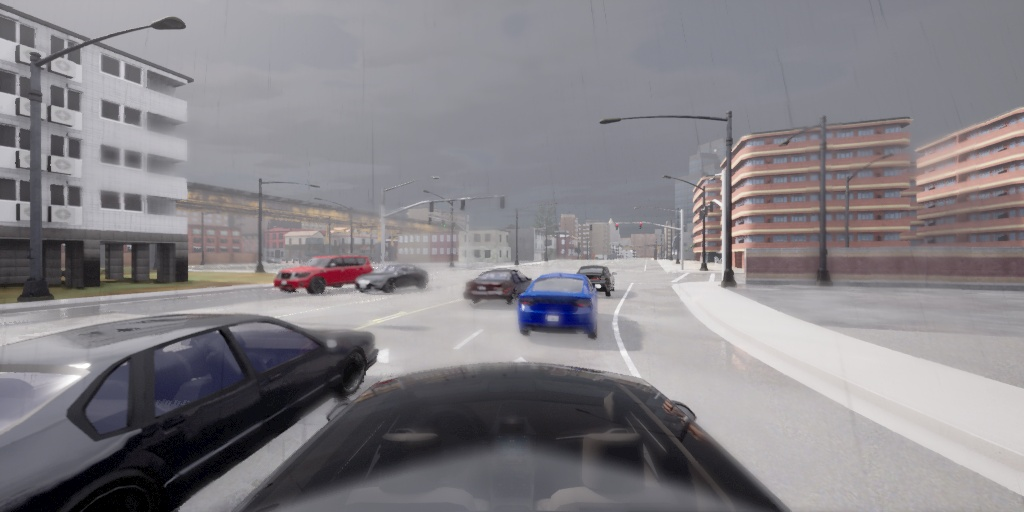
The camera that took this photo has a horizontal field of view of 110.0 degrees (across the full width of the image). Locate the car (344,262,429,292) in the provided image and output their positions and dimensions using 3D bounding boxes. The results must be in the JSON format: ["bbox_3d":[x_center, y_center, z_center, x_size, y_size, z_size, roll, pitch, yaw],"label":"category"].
[{"bbox_3d":[-6.591,1.243,20.169,2.128,1.511,4.902,0,0,20],"label":"car"}]

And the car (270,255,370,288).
[{"bbox_3d":[-10.288,0.974,20.237,2.150,2.045,5.566,0,0,20],"label":"car"}]

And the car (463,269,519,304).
[{"bbox_3d":[-0.339,1.298,16.211,2.033,1.411,5.357,0,0,19],"label":"car"}]

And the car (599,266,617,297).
[{"bbox_3d":[4.447,1.255,19.236,1.837,1.490,4.892,0,0,19],"label":"car"}]

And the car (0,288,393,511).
[{"bbox_3d":[-3.217,1.297,3.475,2.033,1.411,5.357,0,0,3],"label":"car"}]

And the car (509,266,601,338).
[{"bbox_3d":[1.501,1.228,10.319,1.882,1.535,5.008,0,0,14],"label":"car"}]
